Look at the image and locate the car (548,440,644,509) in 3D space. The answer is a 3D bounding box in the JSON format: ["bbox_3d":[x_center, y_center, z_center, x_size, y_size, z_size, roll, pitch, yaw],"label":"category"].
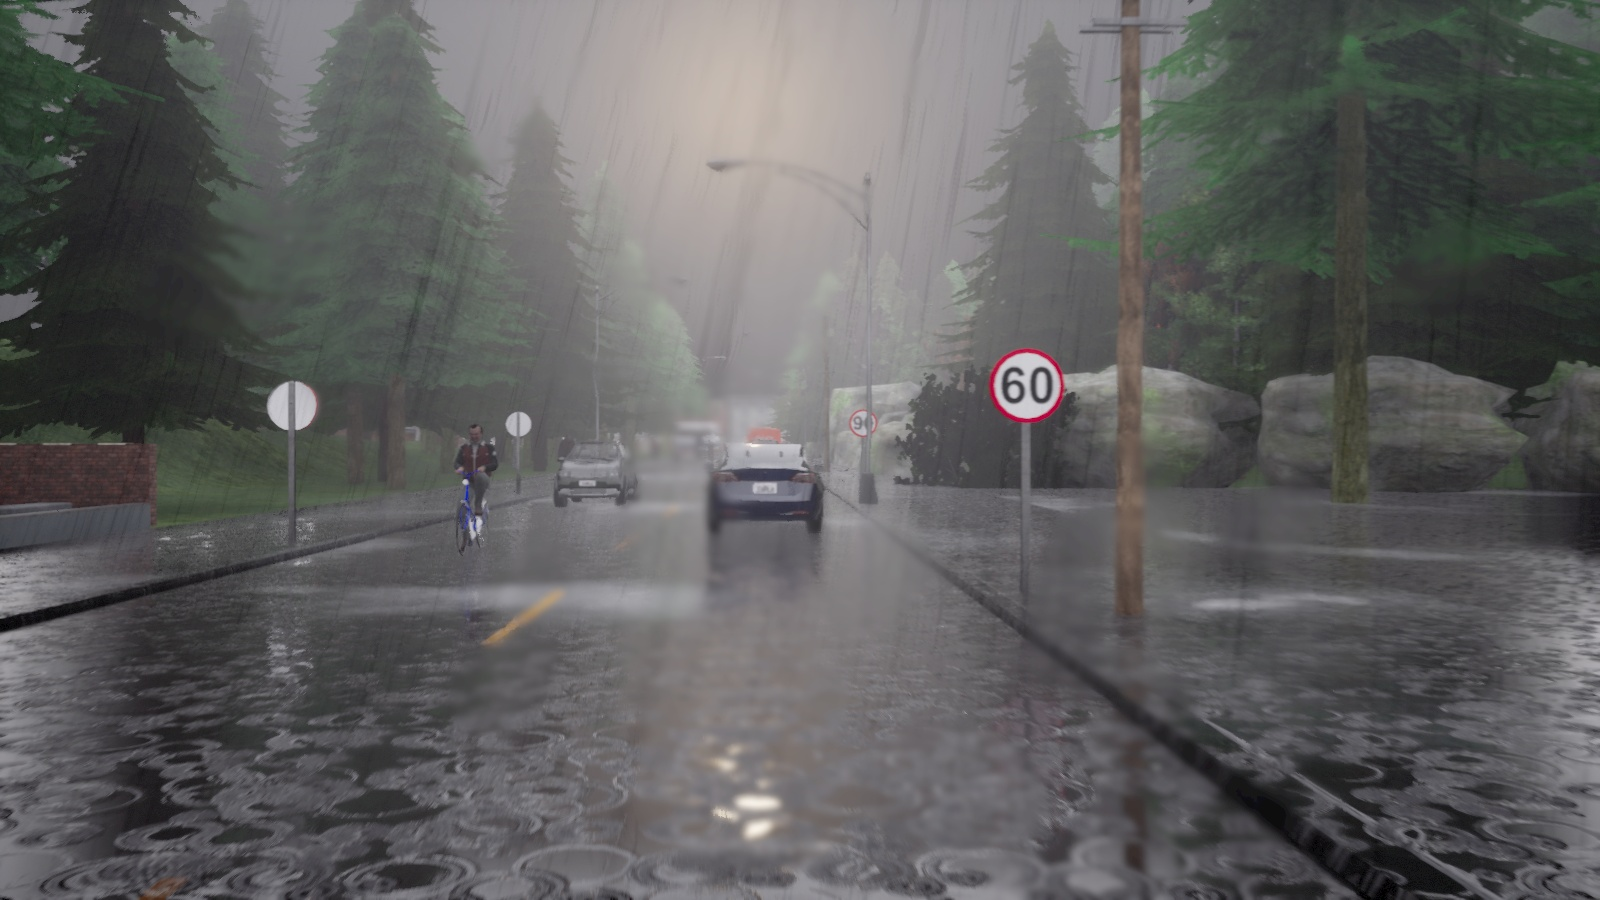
[{"bbox_3d":[-4.808,0.553,30.097,1.789,1.549,3.705,0,0,-2],"label":"car"}]

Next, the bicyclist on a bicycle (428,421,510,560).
[{"bbox_3d":[-4.448,0.518,16.987,0.659,1.776,1.843,0,0,-2],"label":"bicyclist on a bicycle"}]

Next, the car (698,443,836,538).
[{"bbox_3d":[-0.588,0.621,22.123,2.163,1.488,4.792,0,0,-2],"label":"car"}]

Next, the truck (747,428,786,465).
[{"bbox_3d":[-2.331,-0.239,87.799,2.627,2.467,5.204,0,0,-1],"label":"truck"}]

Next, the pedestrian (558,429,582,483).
[{"bbox_3d":[-8.075,0.203,44.077,0.634,1.844,0.899,0,0,-27],"label":"pedestrian"}]
